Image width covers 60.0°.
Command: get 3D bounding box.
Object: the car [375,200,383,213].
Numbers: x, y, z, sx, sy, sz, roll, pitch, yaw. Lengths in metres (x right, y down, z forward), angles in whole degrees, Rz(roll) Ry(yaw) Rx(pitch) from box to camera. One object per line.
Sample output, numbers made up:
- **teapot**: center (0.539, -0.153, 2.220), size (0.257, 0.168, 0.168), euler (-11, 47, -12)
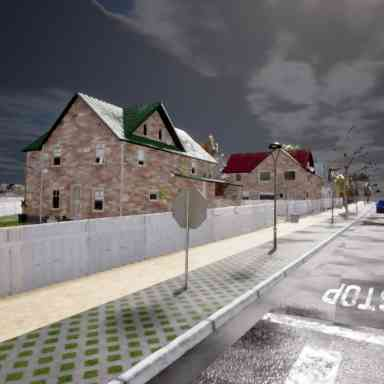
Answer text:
- **car**: center (23.144, 1.686, 39.773), size (1.882, 1.535, 5.008), euler (0, 0, 30)
